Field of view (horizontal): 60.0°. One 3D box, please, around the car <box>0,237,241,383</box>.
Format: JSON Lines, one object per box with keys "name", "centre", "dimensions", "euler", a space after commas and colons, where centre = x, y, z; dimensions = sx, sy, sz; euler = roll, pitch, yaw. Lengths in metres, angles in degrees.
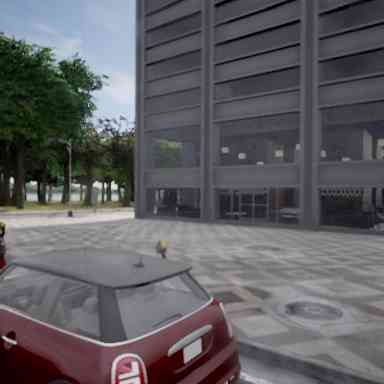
{"name": "car", "centre": [-1.572, 1.423, 4.086], "dimensions": [4.097, 1.590, 1.967], "euler": [0, 0, 36]}
